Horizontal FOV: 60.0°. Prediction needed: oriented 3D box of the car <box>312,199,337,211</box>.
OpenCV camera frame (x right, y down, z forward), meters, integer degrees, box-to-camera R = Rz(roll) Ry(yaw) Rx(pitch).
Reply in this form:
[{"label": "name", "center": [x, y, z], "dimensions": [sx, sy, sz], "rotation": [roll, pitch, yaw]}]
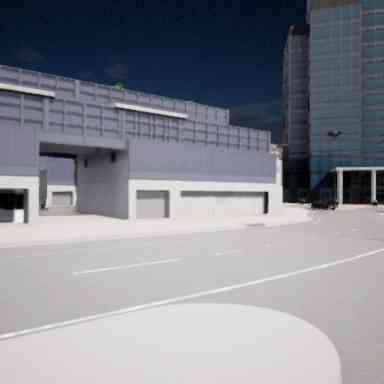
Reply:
[{"label": "car", "center": [18.205, 1.795, 46.035], "dimensions": [1.837, 1.490, 4.892], "rotation": [2, 0, -2]}]
